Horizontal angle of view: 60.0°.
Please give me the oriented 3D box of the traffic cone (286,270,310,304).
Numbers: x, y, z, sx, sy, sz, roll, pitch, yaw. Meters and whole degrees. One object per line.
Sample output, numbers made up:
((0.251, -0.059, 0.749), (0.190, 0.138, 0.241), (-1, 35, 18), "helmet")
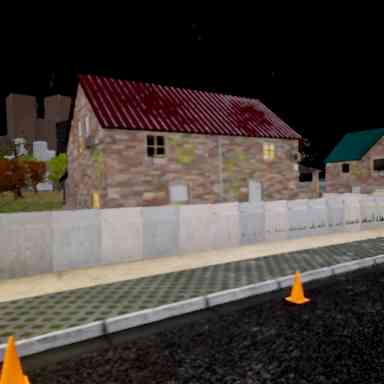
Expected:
((2.113, 1.863, 6.649), (0.340, 0.580, 0.340), (-1, 1, -34), "traffic cone")

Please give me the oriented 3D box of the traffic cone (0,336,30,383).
((-2.053, 1.942, 3.796), (0.340, 0.580, 0.340), (-1, 1, -35), "traffic cone")
